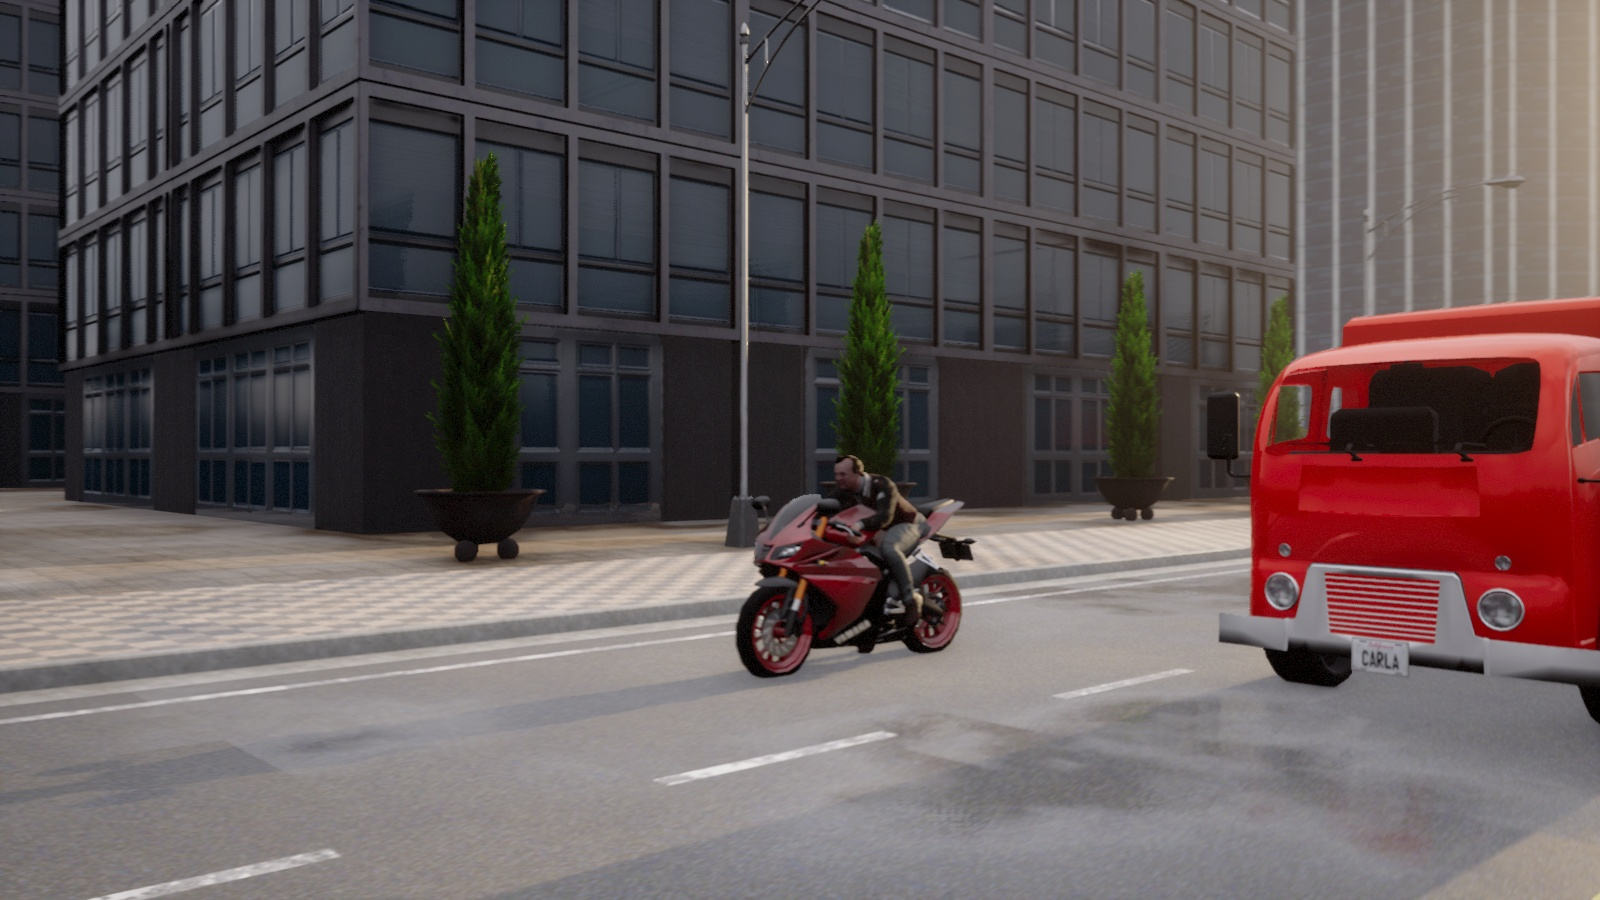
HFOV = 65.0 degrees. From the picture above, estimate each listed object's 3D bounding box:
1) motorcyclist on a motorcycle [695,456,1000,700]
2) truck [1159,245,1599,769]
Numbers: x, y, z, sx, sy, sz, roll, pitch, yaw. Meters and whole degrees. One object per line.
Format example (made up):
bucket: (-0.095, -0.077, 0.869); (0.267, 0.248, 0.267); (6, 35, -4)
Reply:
motorcyclist on a motorcycle: (0.390, 0.812, 8.969); (2.191, 1.530, 0.866); (0, 0, -42)
truck: (5.005, 0.276, 8.422); (5.204, 2.467, 2.627); (0, 0, -42)
